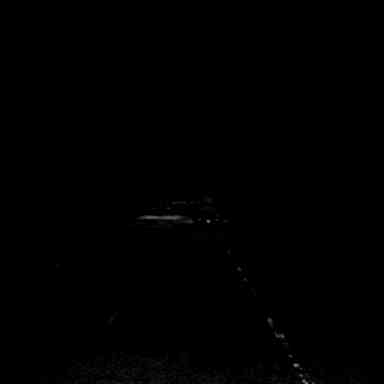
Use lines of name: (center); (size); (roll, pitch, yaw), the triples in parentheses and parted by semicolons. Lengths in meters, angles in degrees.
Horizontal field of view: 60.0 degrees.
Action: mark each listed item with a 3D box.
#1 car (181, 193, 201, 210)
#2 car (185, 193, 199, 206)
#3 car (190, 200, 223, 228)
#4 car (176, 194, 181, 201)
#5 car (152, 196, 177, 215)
car: (0.028, 1.326, 42.294); (2.097, 1.767, 4.553); (0, 0, 1)
car: (-0.002, 1.185, 53.848); (2.150, 2.045, 5.566); (0, 0, 0)
car: (0.961, 1.515, 21.692); (1.812, 1.442, 4.674); (0, 0, 0)
car: (-2.754, 1.257, 74.870); (2.097, 1.767, 4.553); (0, 0, 0)
car: (-2.848, 1.459, 33.263); (1.882, 1.535, 5.008); (0, 0, 0)
